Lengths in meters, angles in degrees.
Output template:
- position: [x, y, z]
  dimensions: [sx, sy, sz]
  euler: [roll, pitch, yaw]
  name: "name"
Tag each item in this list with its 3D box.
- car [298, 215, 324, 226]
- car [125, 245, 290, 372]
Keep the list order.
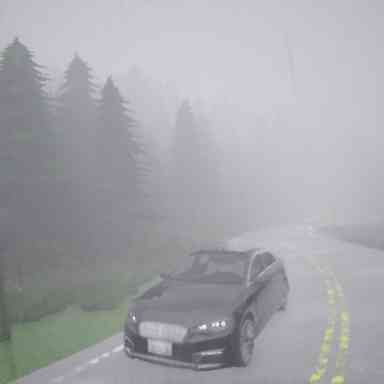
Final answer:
- position: [16.211, 3.820, 45.116]
  dimensions: [4.674, 1.442, 1.812]
  euler: [2, -3, -42]
  name: "car"
- position: [0.647, 1.876, 6.550]
  dimensions: [2.128, 1.511, 4.902]
  euler: [-4, -4, 26]
  name: "car"
